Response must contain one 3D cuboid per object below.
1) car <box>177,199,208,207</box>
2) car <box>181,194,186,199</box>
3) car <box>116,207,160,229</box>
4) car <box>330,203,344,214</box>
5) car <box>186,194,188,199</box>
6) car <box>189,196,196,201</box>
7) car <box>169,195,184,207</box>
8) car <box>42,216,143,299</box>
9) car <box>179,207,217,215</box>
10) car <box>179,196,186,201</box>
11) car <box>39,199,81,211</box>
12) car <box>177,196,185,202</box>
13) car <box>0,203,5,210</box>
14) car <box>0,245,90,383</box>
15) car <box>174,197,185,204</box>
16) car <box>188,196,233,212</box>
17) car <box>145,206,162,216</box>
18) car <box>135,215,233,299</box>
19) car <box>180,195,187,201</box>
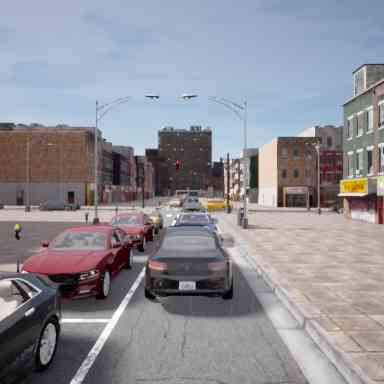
[{"bbox_3d":[0.156,1.530,25.985,1.837,1.490,4.892,0,0,2],"label":"car"},{"bbox_3d":[-2.536,1.411,56.843,2.192,1.841,5.009,0,0,0],"label":"car"},{"bbox_3d":[-2.610,1.553,13.949,1.887,1.381,4.507,0,0,0],"label":"car"},{"bbox_3d":[19.038,1.779,39.617,5.008,1.535,1.882,1,0,0],"label":"car"},{"bbox_3d":[0.207,1.471,64.354,2.097,1.767,4.553,0,0,0],"label":"car"},{"bbox_3d":[0.159,1.817,92.107,1.895,1.301,4.718,0,0,0],"label":"car"},{"bbox_3d":[-2.546,1.606,51.230,1.752,1.417,4.829,0,0,0],"label":"car"},{"bbox_3d":[-2.619,1.548,8.454,1.887,1.381,4.507,0,0,0],"label":"car"},{"bbox_3d":[0.121,1.611,15.684,1.895,1.301,4.718,0,0,0],"label":"car"},{"bbox_3d":[-2.481,1.757,89.508,1.887,1.381,4.507,0,0,0],"label":"car"},{"bbox_3d":[-14.474,1.505,36.553,4.181,1.385,1.994,0,0,0],"label":"car"},{"bbox_3d":[-2.500,1.695,78.449,1.752,1.417,4.829,0,0,0],"label":"car"},{"bbox_3d":[-23.226,1.383,36.525,4.892,1.490,1.837,0,0,0],"label":"car"},{"bbox_3d":[-2.629,1.552,2.960,2.008,1.369,4.403,0,0,0],"label":"car"},{"bbox_3d":[-2.518,1.682,67.732,2.008,1.369,4.403,0,0,0],"label":"car"},{"bbox_3d":[2.338,1.567,39.560,5.008,1.535,1.882,1,0,0],"label":"car"},{"bbox_3d":[-2.601,1.540,19.272,1.752,1.417,4.829,0,0,0],"label":"car"},{"bbox_3d":[-0.041,1.529,8.320,1.812,1.442,4.674,0,0,1],"label":"car"},{"bbox_3d":[-2.471,1.672,94.952,1.967,1.590,4.097,0,0,0],"label":"car"}]
